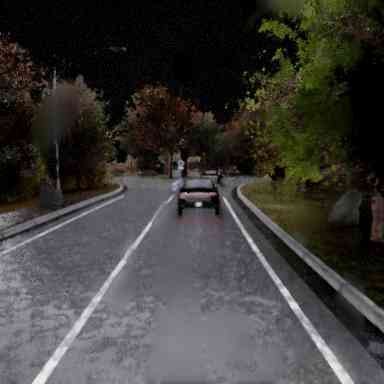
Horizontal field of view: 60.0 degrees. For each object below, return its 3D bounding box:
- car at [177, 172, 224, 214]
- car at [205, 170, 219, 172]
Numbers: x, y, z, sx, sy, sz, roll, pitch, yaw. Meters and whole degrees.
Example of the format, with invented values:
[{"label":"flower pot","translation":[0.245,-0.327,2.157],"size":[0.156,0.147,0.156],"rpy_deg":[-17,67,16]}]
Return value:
[{"label":"car","translation":[0.335,0.057,15.767],"size":[2.128,1.511,4.902],"rpy_deg":[0,6,2]},{"label":"car","translation":[2.033,-1.394,32.950],"size":[2.128,1.511,4.902],"rpy_deg":[0,4,10]}]
